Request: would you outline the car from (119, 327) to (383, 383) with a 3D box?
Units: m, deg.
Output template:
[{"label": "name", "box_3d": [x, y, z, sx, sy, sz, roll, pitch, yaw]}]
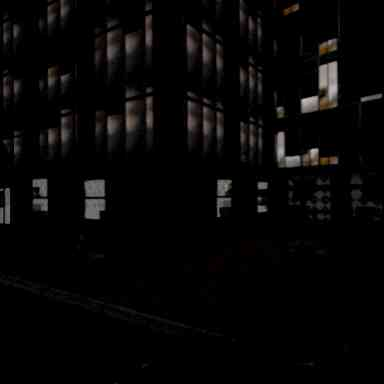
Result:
[{"label": "car", "box_3d": [1.264, 1.582, 1.971, 4.206, 1.307, 1.802, -1, 0, 35]}]
